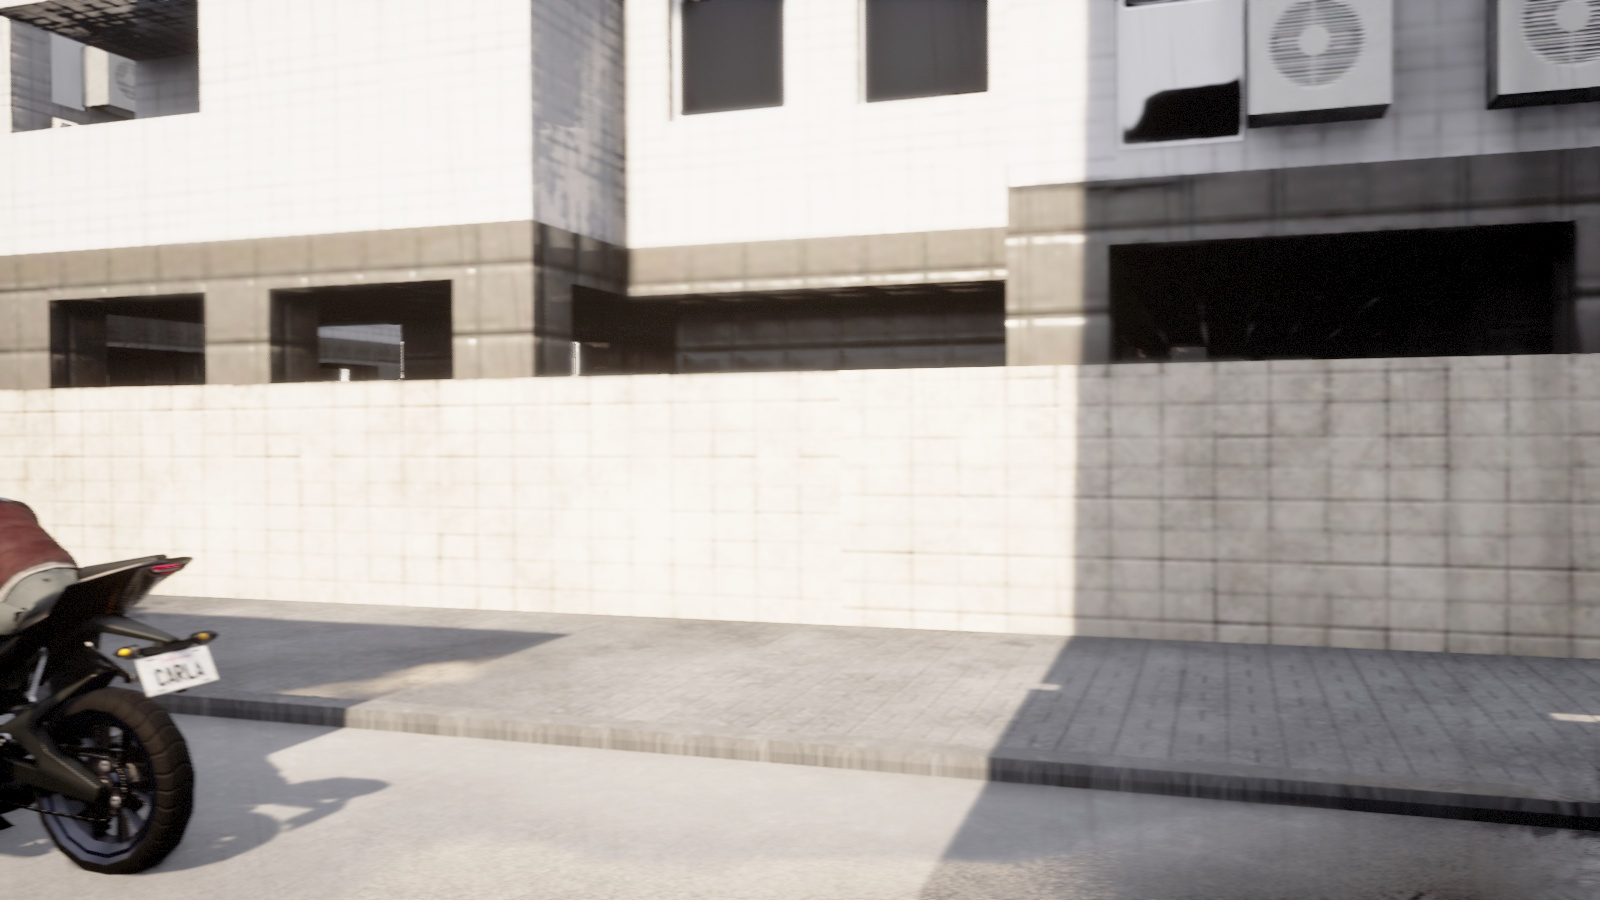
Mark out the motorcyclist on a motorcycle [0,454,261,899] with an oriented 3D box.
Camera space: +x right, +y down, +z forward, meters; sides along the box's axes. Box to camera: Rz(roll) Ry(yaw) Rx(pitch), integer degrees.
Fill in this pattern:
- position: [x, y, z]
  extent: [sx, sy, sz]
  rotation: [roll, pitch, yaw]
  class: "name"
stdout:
- position: [-3.277, 0.789, 4.824]
  extent: [2.191, 1.530, 0.866]
  rotation: [0, 1, 19]
  class: "motorcyclist on a motorcycle"
